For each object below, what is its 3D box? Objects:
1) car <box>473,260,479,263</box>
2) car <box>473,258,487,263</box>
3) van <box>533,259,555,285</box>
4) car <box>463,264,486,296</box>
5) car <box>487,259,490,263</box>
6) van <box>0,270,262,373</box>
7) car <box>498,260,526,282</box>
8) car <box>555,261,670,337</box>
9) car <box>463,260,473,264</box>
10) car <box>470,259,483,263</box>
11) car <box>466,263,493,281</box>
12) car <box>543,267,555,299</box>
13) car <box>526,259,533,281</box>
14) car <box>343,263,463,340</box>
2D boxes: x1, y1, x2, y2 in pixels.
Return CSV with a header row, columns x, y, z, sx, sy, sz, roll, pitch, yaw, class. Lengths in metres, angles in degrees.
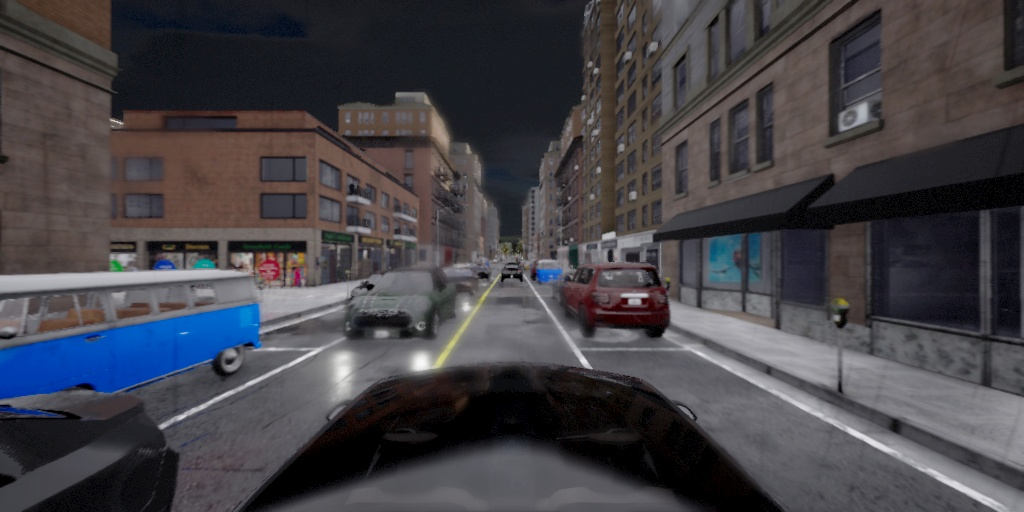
x,y,z,sx,sy,sz,roll,pitch,yaw,class
-5.408,1.456,42.715,2.007,1.370,4.403,0,0,0,car
-5.408,1.261,53.527,2.192,1.841,5.009,0,0,0,car
2.684,1.185,26.499,1.690,1.789,3.998,0,0,0,van
-2.832,1.369,20.367,2.033,1.411,5.357,0,0,0,car
-5.408,1.569,64.339,1.802,1.307,4.207,0,0,0,car
-5.408,1.103,4.871,1.690,1.789,3.998,0,0,0,van
0.003,1.366,30.640,1.837,1.490,4.892,0,0,0,car
2.703,1.098,10.281,2.192,1.841,5.009,0,0,0,car
-5.408,1.410,37.139,1.751,1.417,4.829,0,0,0,car
-5.408,1.491,48.121,1.948,1.339,4.313,0,0,0,car
-2.757,1.483,31.022,1.895,1.301,4.718,0,0,0,car
2.697,1.354,15.687,2.007,1.370,4.403,0,0,0,car
2.678,1.180,31.906,2.192,1.841,5.009,0,0,0,car
-2.838,1.134,10.088,2.097,1.767,4.553,0,0,0,car
